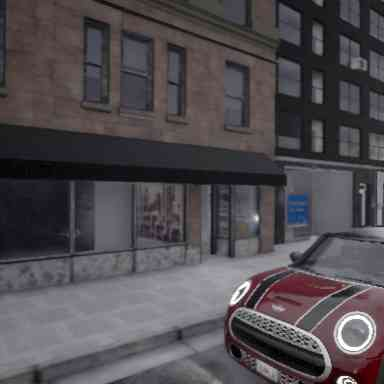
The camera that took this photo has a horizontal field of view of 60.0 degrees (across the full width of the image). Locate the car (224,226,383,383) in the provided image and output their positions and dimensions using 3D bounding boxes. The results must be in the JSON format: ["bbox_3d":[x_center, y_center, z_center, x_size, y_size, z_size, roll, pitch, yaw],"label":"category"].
[{"bbox_3d":[2.646,1.372,4.969,4.553,1.767,2.097,0,0,-36],"label":"car"}]
